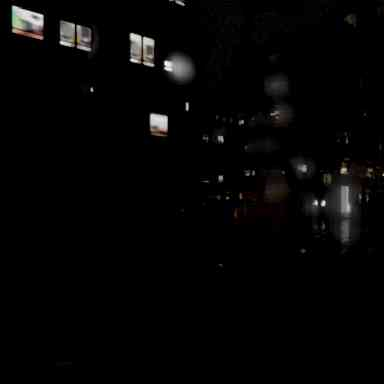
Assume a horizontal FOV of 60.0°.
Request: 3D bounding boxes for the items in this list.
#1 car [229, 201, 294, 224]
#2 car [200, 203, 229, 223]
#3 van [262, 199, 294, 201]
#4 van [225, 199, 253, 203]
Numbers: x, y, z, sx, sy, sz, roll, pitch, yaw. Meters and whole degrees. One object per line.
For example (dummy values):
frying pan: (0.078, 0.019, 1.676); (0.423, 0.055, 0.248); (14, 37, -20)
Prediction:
car: (5.722, 1.743, 27.784); (1.882, 1.535, 5.008); (0, -1, -37)
car: (1.853, 1.894, 28.717); (1.802, 1.307, 4.206); (-1, 0, -36)
van: (8.589, 1.632, 33.639); (1.690, 1.788, 3.998); (-1, 0, -36)
van: (5.270, 1.705, 38.152); (1.690, 1.788, 3.998); (-1, 0, -36)
